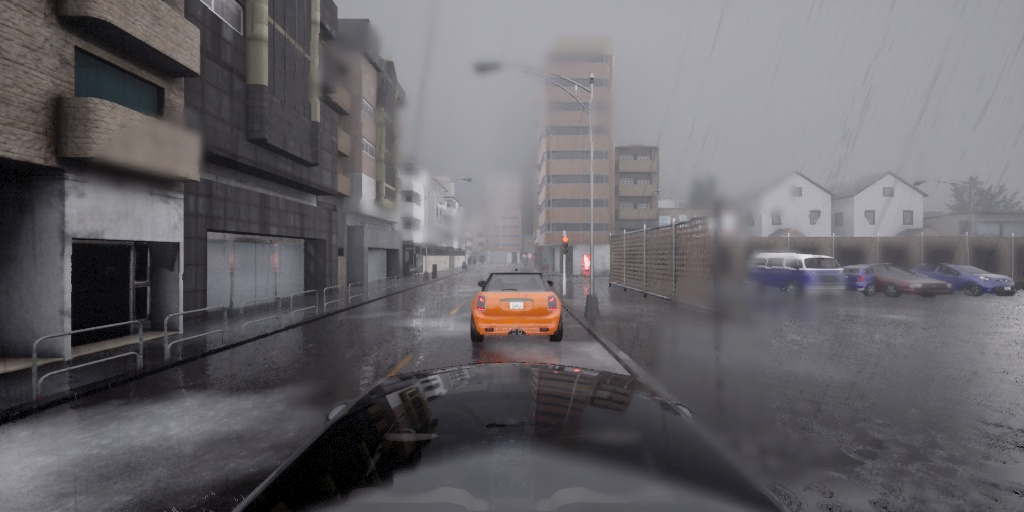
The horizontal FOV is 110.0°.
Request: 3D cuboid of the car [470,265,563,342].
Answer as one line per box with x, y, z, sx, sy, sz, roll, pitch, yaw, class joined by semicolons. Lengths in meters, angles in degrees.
0.101;1.102;9.965;2.097;1.767;4.553;0;0;0;car
